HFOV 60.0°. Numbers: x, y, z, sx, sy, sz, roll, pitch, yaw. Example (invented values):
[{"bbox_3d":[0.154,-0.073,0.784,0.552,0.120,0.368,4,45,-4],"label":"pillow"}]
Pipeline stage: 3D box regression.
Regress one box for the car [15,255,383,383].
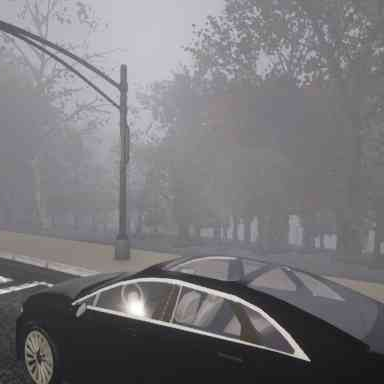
[{"bbox_3d":[-0.017,1.491,3.712,4.902,1.511,2.128,0,0,34],"label":"car"}]
